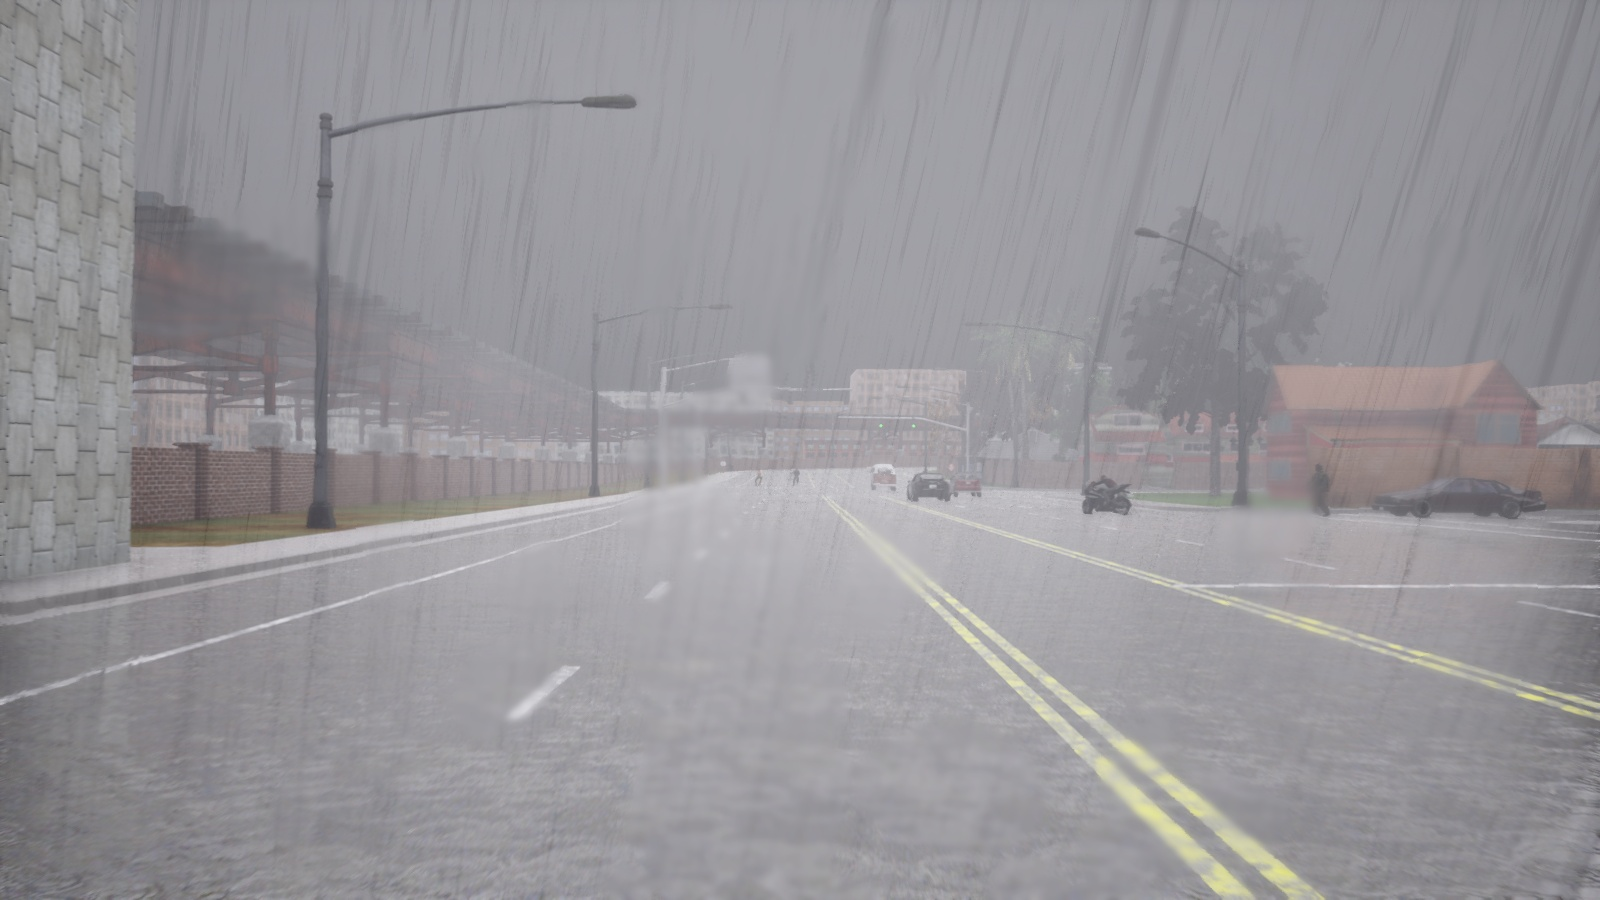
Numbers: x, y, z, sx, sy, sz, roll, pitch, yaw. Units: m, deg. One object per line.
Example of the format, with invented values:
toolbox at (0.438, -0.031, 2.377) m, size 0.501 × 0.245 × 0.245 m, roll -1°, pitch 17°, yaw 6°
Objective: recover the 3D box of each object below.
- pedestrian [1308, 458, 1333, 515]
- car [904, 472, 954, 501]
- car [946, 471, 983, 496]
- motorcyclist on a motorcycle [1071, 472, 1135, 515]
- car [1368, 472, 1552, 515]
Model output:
pedestrian at (17.876, 1.247, 43.142) m, size 0.395 × 1.930 × 0.692 m, roll 0°, pitch -1°, yaw -22°
car at (6.830, 1.908, 66.927) m, size 2.163 × 1.488 × 4.792 m, roll 0°, pitch -1°, yaw 0°
car at (10.300, 2.071, 78.760) m, size 1.789 × 1.549 × 3.705 m, roll 0°, pitch -1°, yaw 0°
motorcyclist on a motorcycle at (11.149, 1.578, 46.201) m, size 0.866 × 1.530 × 2.191 m, roll 4°, pitch -3°, yaw -38°
car at (23.010, 1.505, 43.910) m, size 5.357 × 1.411 × 2.033 m, roll 0°, pitch -1°, yaw -1°
